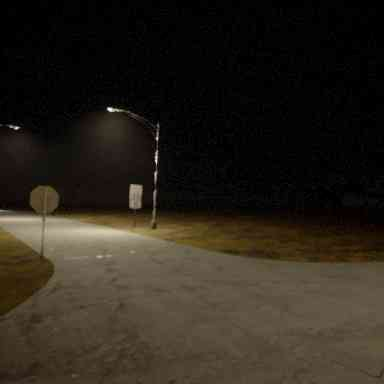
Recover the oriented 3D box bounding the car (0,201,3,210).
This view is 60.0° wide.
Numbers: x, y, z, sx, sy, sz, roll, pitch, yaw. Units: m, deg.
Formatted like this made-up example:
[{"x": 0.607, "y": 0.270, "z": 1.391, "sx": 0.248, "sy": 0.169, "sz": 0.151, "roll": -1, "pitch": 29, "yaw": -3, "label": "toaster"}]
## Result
[{"x": -26.558, "y": 1.642, "z": 44.332, "sx": 1.994, "sy": 1.385, "sz": 4.181, "roll": 4, "pitch": -2, "yaw": -36, "label": "car"}]
